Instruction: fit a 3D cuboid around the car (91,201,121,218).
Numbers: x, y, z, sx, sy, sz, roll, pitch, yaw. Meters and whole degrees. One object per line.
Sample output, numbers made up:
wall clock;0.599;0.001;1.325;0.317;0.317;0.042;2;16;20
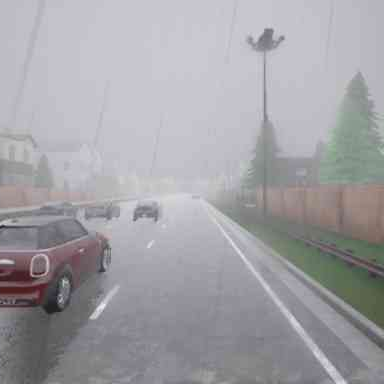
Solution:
car;-6.910;1.429;26.124;2.128;1.511;4.902;0;0;0

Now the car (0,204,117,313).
car;-3.403;1.332;7.778;2.097;1.767;4.553;0;0;0

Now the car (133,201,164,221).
car;-3.409;1.442;26.199;1.837;1.490;4.892;0;0;0

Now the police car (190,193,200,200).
police car;1.018;1.215;88.838;1.930;1.638;5.238;0;0;0

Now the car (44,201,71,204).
car;-10.409;1.442;26.201;1.837;1.490;4.892;0;0;0
